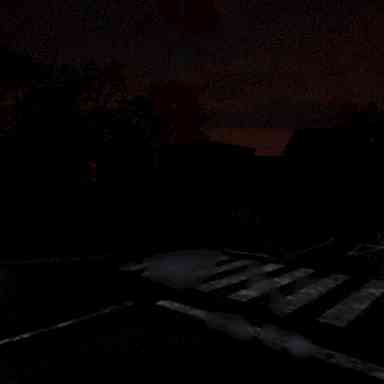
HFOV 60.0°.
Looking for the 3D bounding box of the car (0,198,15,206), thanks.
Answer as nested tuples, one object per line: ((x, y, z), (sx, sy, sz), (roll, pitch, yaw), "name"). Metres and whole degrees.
((-39.292, 2.071, 67.773), (1.946, 1.575, 5.366), (-2, -2, 41), "car")

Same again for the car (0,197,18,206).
((-37.237, 1.860, 65.697), (2.185, 1.767, 4.553), (-2, -2, 41), "car")

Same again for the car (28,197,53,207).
((-25.771, 1.541, 55.750), (2.185, 1.767, 4.553), (-1, -1, 41), "car")

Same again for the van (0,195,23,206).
((-35.006, 1.682, 63.640), (1.878, 1.987, 4.442), (-2, -1, 41), "van")
